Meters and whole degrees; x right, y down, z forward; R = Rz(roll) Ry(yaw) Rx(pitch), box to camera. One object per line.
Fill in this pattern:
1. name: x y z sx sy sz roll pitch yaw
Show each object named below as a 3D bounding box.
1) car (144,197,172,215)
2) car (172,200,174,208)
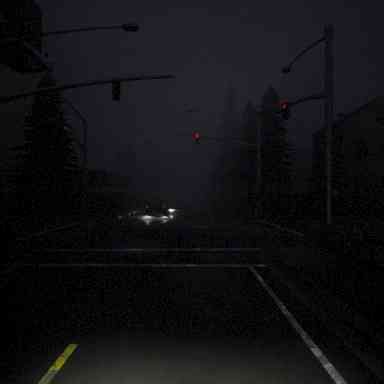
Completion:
1. car: -3.545 1.363 33.843 2.097 1.767 4.553 0 0 0
2. car: -3.512 1.616 46.899 1.895 1.301 4.718 0 0 0
